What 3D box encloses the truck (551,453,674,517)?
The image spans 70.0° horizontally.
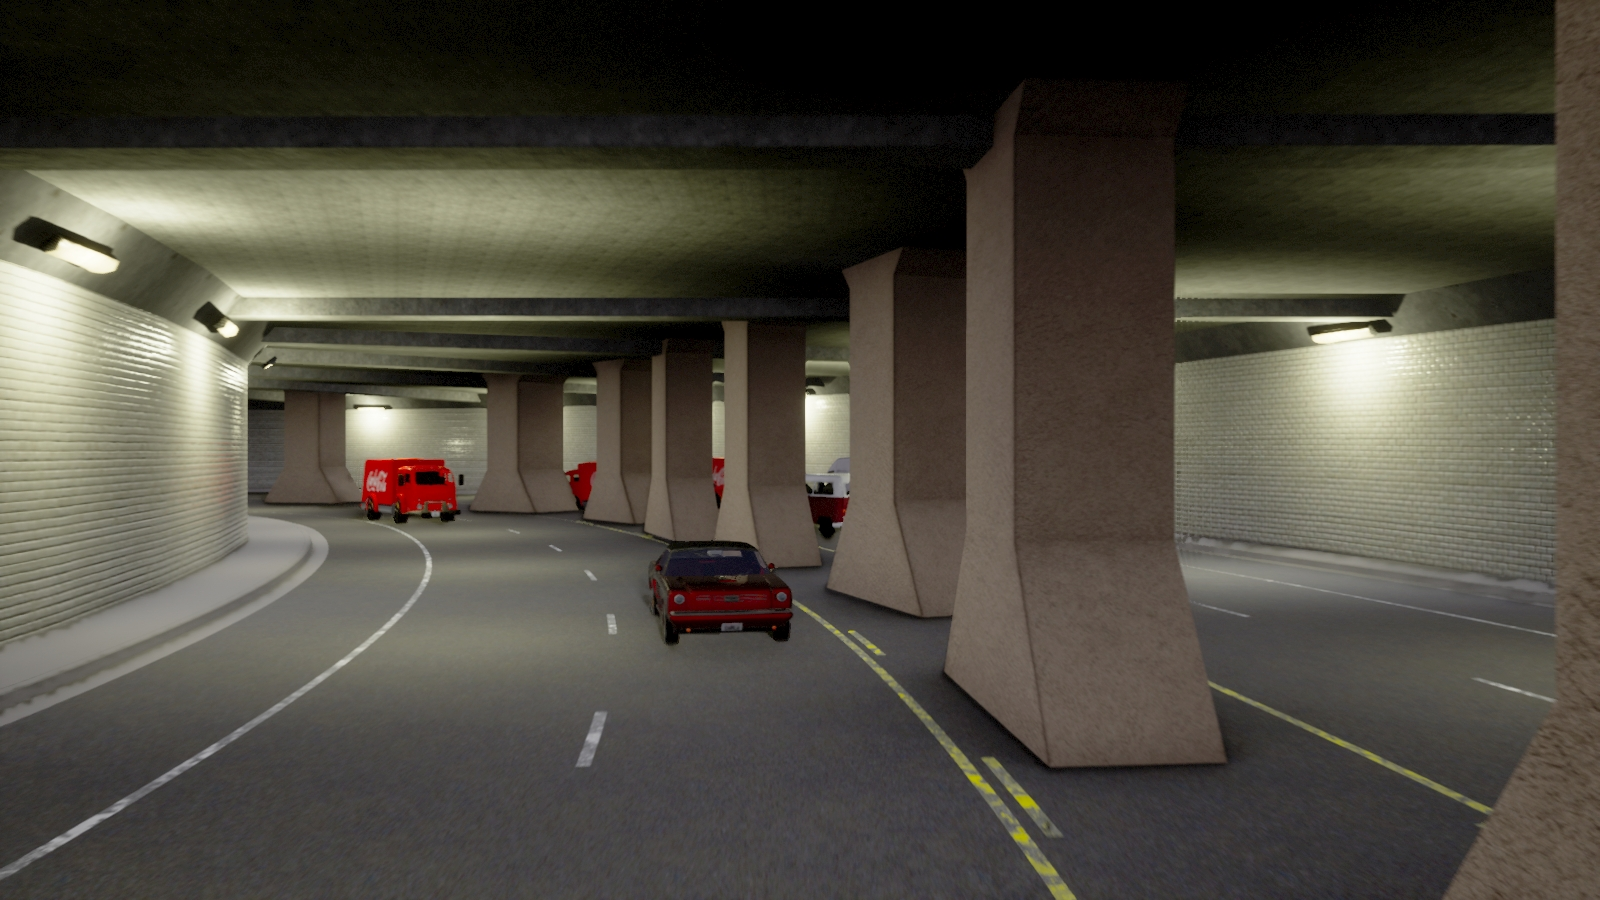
[{"bbox_3d":[-8.858,1.668,53.764,5.204,2.467,2.627,-5,3,39],"label":"truck"}]

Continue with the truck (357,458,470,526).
[{"bbox_3d":[-15.192,1.569,44.702,2.627,2.467,5.204,0,0,-38],"label":"truck"}]

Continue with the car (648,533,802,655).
[{"bbox_3d":[-1.330,2.155,18.145,1.895,1.301,4.718,0,0,-11],"label":"car"}]
